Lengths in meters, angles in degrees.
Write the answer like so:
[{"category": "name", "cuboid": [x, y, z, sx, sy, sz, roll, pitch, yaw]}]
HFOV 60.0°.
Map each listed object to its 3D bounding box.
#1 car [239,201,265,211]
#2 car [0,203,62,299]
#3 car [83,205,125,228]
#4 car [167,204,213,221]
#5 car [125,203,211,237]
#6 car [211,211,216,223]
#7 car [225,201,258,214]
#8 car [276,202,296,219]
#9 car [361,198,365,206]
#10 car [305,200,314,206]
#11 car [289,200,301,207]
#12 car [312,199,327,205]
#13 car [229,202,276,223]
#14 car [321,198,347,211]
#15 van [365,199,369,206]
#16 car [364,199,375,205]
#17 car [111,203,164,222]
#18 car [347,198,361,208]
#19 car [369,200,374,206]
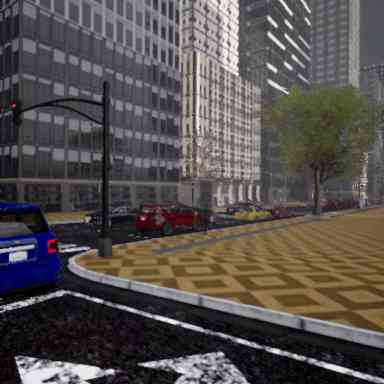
[{"category": "car", "cuboid": [8.720, 2.005, 48.057, 1.947, 1.339, 4.313, 0, 0, 37]}, {"category": "car", "cuboid": [-5.232, 1.303, 7.411, 5.566, 2.045, 2.150, -2, -1, 36]}, {"category": "car", "cuboid": [-5.596, 1.722, 24.351, 2.128, 1.511, 4.902, 1, 0, 36]}, {"category": "car", "cuboid": [-0.131, 1.911, 31.736, 1.895, 1.301, 4.718, 1, 0, 36]}, {"category": "car", "cuboid": [-1.316, 1.600, 20.416, 2.192, 1.841, 5.009, 0, 0, 37]}, {"category": "car", "cuboid": [0.065, 1.813, 26.671, 1.837, 1.490, 4.892, 1, 0, 37]}, {"category": "car", "cuboid": [5.805, 1.900, 39.739, 1.837, 1.490, 4.892, 1, 0, 37]}, {"category": "car", "cuboid": [8.750, 2.013, 34.014, 1.802, 1.307, 4.206, 0, 0, 37]}, {"category": "car", "cuboid": [32.242, 2.302, 65.746, 1.887, 1.381, 4.507, 0, 0, 37]}, {"category": "car", "cuboid": [25.493, 2.252, 70.714, 1.802, 1.307, 4.206, 0, 0, 37]}, {"category": "car", "cuboid": [18.683, 2.103, 61.515, 1.752, 1.417, 4.829, 0, 0, 37]}, {"category": "car", "cuboid": [28.847, 2.266, 75.245, 2.008, 1.369, 4.403, 0, 0, 37]}, {"category": "car", "cuboid": [5.495, 1.910, 29.617, 1.752, 1.417, 4.829, 0, 0, 37]}, {"category": "car", "cuboid": [22.175, 1.935, 52.148, 2.192, 1.841, 5.009, 0, 0, 37]}, {"category": "van", "cuboid": [35.599, 2.144, 70.280, 1.690, 1.788, 3.998, 0, 0, 37]}, {"category": "car", "cuboid": [42.310, 2.475, 79.346, 1.802, 1.307, 4.206, 0, 0, 37]}, {"category": "car", "cuboid": [-4.800, 1.771, 29.795, 1.752, 1.417, 4.829, 0, 0, 37]}, {"category": "car", "cuboid": [28.887, 2.027, 61.214, 2.192, 1.841, 5.009, 0, 0, 37]}, {"category": "car", "cuboid": [38.954, 2.288, 74.813, 1.967, 1.590, 4.097, 0, 0, 37]}]
